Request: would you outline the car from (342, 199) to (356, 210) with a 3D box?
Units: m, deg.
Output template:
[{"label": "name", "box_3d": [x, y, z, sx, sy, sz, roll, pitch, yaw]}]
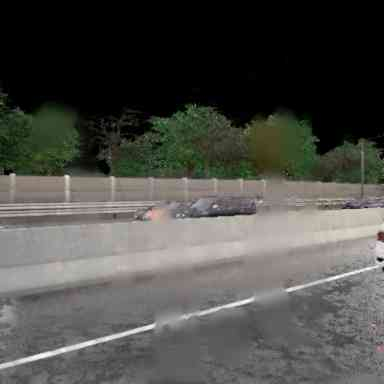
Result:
[{"label": "car", "box_3d": [20.189, 1.501, 39.659, 5.357, 1.411, 2.033, 0, 0, -35]}]

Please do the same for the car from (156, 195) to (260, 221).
[{"label": "car", "box_3d": [1.184, 1.207, 17.723, 5.566, 2.045, 2.150, 0, 0, -35]}]

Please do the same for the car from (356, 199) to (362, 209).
[{"label": "car", "box_3d": [19.619, 1.522, 35.005, 4.181, 1.385, 1.994, 0, 0, -35]}]

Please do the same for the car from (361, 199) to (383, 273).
[{"label": "car", "box_3d": [7.031, 1.208, 8.751, 5.566, 2.045, 2.150, 0, 0, -35]}]

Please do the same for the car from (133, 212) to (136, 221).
[{"label": "car", "box_3d": [-1.850, 1.487, 24.151, 4.892, 1.490, 1.837, 0, 0, -35]}]

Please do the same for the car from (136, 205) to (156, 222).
[{"label": "car", "box_3d": [-0.780, 1.336, 20.618, 4.553, 1.767, 2.097, 0, 0, -35]}]
